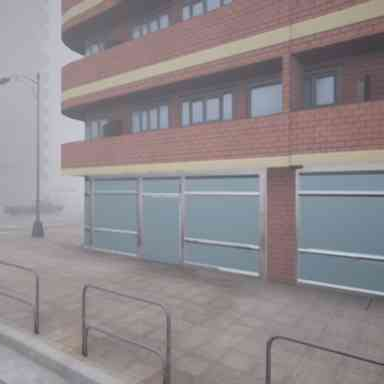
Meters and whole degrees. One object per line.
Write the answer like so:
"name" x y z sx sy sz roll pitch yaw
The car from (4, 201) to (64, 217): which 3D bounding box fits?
"car" -14.168 1.458 29.948 1.895 1.301 4.718 0 0 36
